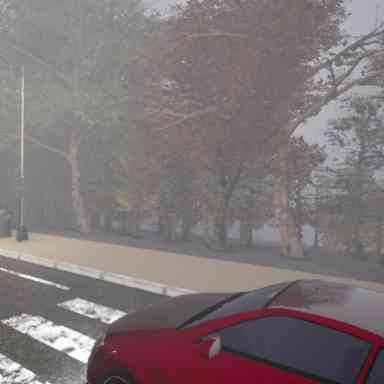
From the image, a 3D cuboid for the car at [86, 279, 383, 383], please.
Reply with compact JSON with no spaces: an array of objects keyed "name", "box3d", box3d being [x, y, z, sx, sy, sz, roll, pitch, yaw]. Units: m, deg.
[{"name":"car","box3d":[0.964,1.558,2.998,4.181,1.385,1.994,0,0,35]}]
